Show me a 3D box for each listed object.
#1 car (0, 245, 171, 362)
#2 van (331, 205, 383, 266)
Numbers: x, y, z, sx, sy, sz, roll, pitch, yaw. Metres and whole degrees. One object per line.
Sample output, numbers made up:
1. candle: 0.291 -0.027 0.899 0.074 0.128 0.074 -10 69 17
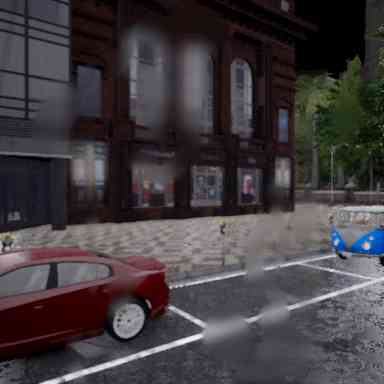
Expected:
1. car: -2.470 1.546 4.891 4.507 1.381 1.887 0 0 -35
2. van: 6.365 1.348 11.194 3.998 1.788 1.690 0 0 -35
